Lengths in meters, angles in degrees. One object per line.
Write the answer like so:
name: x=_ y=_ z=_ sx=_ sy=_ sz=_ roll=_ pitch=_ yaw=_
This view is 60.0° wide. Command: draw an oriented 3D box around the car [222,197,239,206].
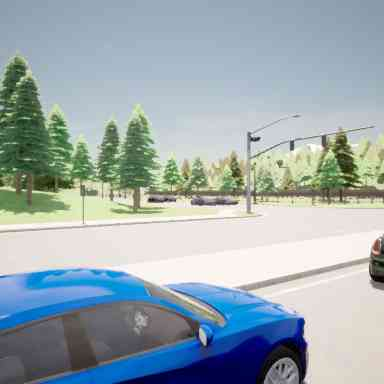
car: x=5.295 y=1.547 z=54.256 sx=2.033 sy=1.411 sz=5.357 roll=0 pitch=0 yaw=-35

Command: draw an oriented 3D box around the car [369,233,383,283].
car: x=6.520 y=1.352 z=8.418 sx=4.553 sy=1.767 sz=2.097 roll=0 pitch=0 yaw=-35

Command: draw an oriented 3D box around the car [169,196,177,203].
car: x=-5.036 y=1.478 z=69.214 sx=1.882 sy=1.535 sz=5.008 roll=0 pitch=0 yaw=-35

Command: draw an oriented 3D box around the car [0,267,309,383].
car: x=-0.979 y=1.478 z=3.049 sx=5.008 sy=1.535 sz=1.882 roll=0 pitch=0 yaw=-35

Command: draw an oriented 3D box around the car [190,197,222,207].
car: x=1.857 y=1.548 z=53.063 sx=2.033 sy=1.411 sz=5.357 roll=0 pitch=0 yaw=-35

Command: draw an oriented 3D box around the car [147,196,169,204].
car: x=-7.129 y=1.478 z=66.044 sx=1.882 sy=1.535 sz=5.008 roll=0 pitch=0 yaw=-34
